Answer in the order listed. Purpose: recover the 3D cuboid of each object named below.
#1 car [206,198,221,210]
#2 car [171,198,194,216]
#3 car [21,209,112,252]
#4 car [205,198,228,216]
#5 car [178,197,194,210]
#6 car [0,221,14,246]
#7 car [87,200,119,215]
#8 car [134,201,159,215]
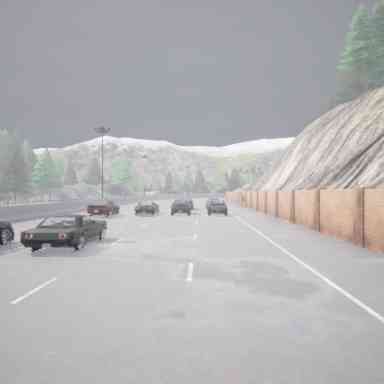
[{"bbox_3d":[2.740,1.525,43.241,1.812,1.442,4.674,0,0,2],"label":"car"},{"bbox_3d":[-1.041,1.505,33.039,1.837,1.490,4.892,0,0,1],"label":"car"},{"bbox_3d":[-5.069,1.601,13.990,1.895,1.301,4.718,0,0,2],"label":"car"},{"bbox_3d":[2.454,1.491,32.798,2.128,1.511,4.902,0,0,1],"label":"car"},{"bbox_3d":[-0.754,1.477,43.480,1.882,1.535,5.008,0,0,2],"label":"car"},{"bbox_3d":[-8.615,1.492,12.395,2.128,1.511,4.902,0,0,2],"label":"car"},{"bbox_3d":[-8.105,1.477,30.802,1.882,1.535,5.008,0,0,2],"label":"car"},{"bbox_3d":[-4.514,1.600,34.013,1.895,1.301,4.718,0,0,2],"label":"car"}]
